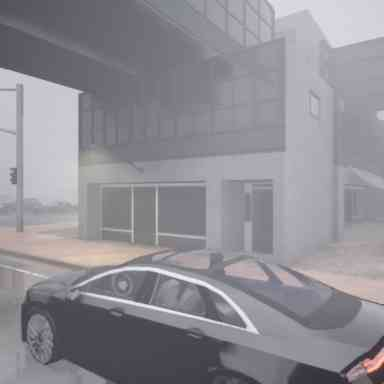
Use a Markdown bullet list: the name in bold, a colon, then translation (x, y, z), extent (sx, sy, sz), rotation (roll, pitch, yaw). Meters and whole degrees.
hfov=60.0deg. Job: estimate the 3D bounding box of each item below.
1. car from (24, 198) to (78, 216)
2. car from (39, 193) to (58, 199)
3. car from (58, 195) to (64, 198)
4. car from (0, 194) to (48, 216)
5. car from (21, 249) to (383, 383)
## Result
- **car**: translation (-13.438, 1.601, 32.679), extent (1.895, 1.301, 4.718), rotation (0, 0, 36)
- **car**: translation (-30.620, 1.153, 69.428), extent (4.605, 1.855, 1.932), rotation (0, 0, 35)
- **car**: translation (-28.893, 1.364, 71.754), extent (3.905, 1.438, 1.784), rotation (0, 0, 35)
- **car**: translation (-17.396, 1.353, 33.193), extent (2.097, 1.767, 4.553), rotation (0, 0, 36)
- **car**: translation (-0.232, 1.490, 4.159), extent (4.902, 1.511, 2.128), rotation (0, 0, 35)
